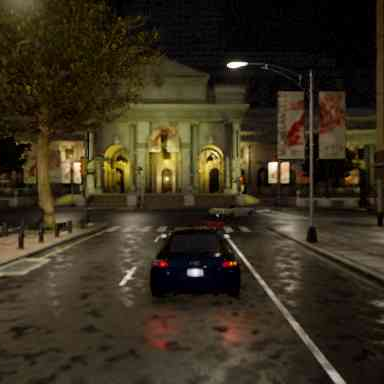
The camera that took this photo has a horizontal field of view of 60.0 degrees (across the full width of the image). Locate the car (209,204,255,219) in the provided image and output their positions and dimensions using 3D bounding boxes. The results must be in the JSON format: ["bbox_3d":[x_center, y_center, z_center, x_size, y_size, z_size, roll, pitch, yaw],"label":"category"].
[{"bbox_3d":[3.739,1.718,30.183,1.895,1.301,4.718,0,0,43],"label":"car"}]

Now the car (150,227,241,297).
[{"bbox_3d":[0.085,1.598,8.707,1.994,1.385,4.181,0,0,1],"label":"car"}]
